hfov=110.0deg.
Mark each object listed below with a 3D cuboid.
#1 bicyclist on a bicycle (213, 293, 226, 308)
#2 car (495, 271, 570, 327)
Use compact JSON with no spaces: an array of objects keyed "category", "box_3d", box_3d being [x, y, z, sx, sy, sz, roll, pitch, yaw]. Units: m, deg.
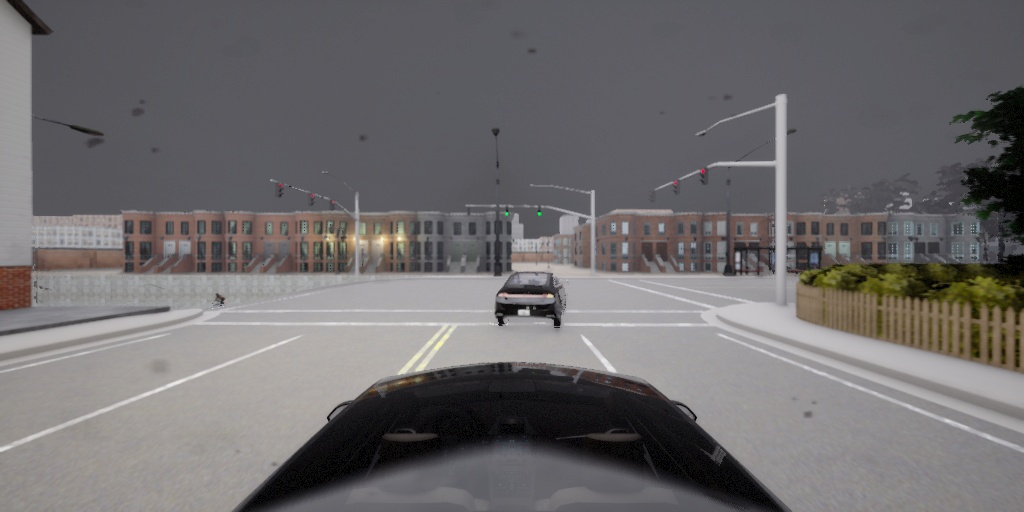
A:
[{"category":"bicyclist on a bicycle","box_3d":[-25.457,4.014,31.259,0.582,1.620,1.656,-12,0,2]},{"category":"car","box_3d":[0.766,1.236,11.594,2.128,1.511,4.902,0,0,11]}]
